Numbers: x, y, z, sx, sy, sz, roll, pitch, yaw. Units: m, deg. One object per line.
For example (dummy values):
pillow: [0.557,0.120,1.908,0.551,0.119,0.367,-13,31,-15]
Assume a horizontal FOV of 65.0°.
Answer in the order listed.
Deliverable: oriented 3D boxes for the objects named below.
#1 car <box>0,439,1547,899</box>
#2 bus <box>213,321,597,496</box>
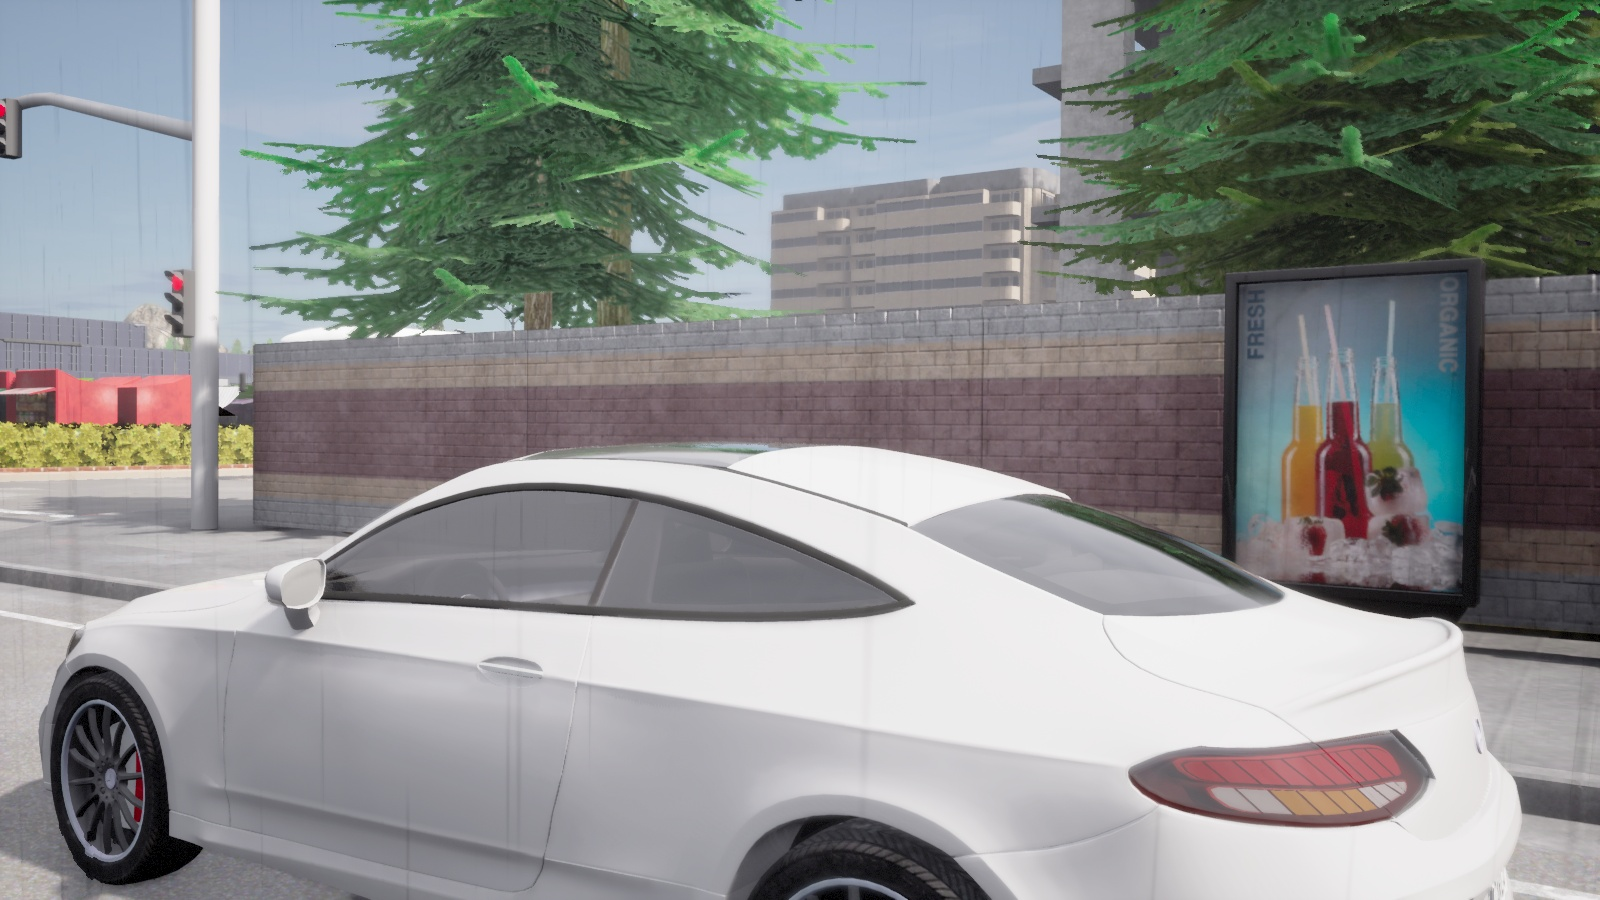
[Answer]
car: [-0.437,0.708,3.913,4.674,1.442,1.812,0,1,33]
bus: [-10.826,-1.094,35.994,3.944,4.253,10.273,0,1,33]
